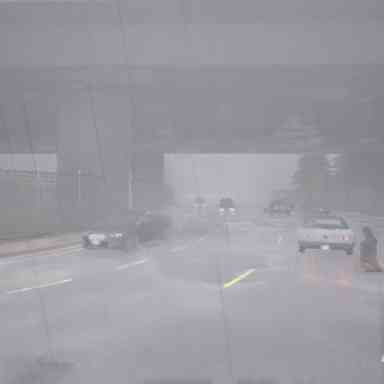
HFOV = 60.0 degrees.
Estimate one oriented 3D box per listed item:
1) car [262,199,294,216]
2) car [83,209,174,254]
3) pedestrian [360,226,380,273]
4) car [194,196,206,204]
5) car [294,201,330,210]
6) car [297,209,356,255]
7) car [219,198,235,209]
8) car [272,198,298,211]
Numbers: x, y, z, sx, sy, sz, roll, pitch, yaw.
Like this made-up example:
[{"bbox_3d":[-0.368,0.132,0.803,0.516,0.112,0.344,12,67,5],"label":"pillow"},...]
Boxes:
[{"bbox_3d":[8.375,1.547,33.177,2.033,1.411,5.357,0,0,1],"label":"car"},{"bbox_3d":[-2.411,1.491,13.805,2.128,1.511,4.902,0,0,22],"label":"car"},{"bbox_3d":[5.023,1.294,9.402,0.375,1.860,0.375,0,0,24],"label":"pedestrian"},{"bbox_3d":[1.546,1.507,63.500,1.837,1.490,4.892,0,-1,1],"label":"car"},{"bbox_3d":[11.738,1.564,32.111,1.994,1.385,4.181,0,0,2],"label":"car"},{"bbox_3d":[5.331,1.602,13.528,1.895,1.301,4.718,0,0,19],"label":"car"},{"bbox_3d":[4.822,1.525,46.665,1.812,1.442,4.674,0,0,1],"label":"car"},{"bbox_3d":[11.976,1.547,43.105,2.033,1.411,5.357,0,0,2],"label":"car"}]
